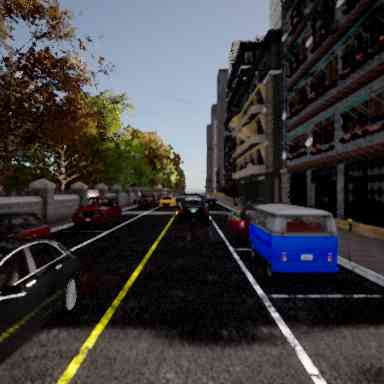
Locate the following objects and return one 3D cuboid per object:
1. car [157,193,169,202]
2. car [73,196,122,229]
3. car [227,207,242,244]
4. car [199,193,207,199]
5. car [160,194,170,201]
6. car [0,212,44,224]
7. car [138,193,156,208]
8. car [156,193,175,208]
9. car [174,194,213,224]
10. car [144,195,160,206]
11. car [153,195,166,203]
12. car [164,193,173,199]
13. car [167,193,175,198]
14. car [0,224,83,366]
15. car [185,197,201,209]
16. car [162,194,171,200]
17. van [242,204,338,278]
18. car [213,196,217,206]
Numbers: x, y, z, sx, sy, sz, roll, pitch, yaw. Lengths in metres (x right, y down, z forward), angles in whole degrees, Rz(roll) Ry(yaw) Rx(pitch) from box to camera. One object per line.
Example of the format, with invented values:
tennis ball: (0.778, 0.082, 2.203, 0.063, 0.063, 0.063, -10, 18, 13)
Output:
car: (-5.710, 1.054, 65.007, 1.967, 1.590, 4.097, 0, 0, 0)
car: (-5.694, 1.187, 20.697, 2.192, 1.841, 5.009, 0, 0, 0)
car: (2.688, 1.346, 15.165, 1.967, 1.590, 4.097, 0, 0, 0)
car: (2.664, 1.075, 81.629, 2.008, 1.369, 4.403, 0, 0, 0)
car: (-5.712, 1.166, 70.546, 1.802, 1.307, 4.206, 0, 0, 0)
car: (-5.691, 1.380, 9.621, 1.967, 1.590, 4.097, 0, 0, 0)
car: (-5.702, 1.055, 42.852, 2.192, 1.841, 5.009, 0, 0, 0)
car: (-3.094, 1.220, 42.371, 1.882, 1.535, 5.008, 0, 0, 0)
car: (0.093, 1.208, 23.243, 2.097, 1.767, 4.553, 0, 0, 0)
car: (-5.704, 1.234, 48.222, 1.752, 1.417, 4.829, 0, 0, 0)
car: (-5.708, 1.211, 59.469, 1.947, 1.339, 4.313, 0, 0, 0)
car: (-5.716, 0.965, 81.623, 1.967, 1.590, 4.097, 0, 0, 0)
car: (-5.797, 1.018, 92.699, 2.008, 1.369, 4.403, 0, 0, 0)
car: (-3.095, 1.476, 4.666, 1.837, 1.490, 4.892, 0, 0, 0)
car: (0.084, 1.349, 41.482, 1.895, 1.301, 4.718, 0, 0, 0)
car: (-5.714, 1.081, 75.914, 1.752, 1.417, 4.829, 0, 0, 0)
van: (2.690, 1.280, 9.626, 1.690, 1.788, 3.998, 0, 0, 0)
car: (2.676, 1.259, 48.397, 2.008, 1.369, 4.403, 0, 0, 0)
